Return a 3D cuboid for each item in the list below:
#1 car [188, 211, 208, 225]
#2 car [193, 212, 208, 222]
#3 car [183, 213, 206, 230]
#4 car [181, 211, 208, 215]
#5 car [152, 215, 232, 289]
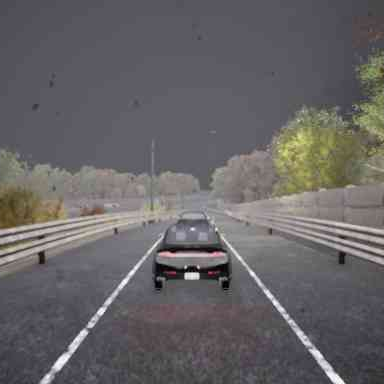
[{"bbox_3d":[0.697,2.814,36.407,2.033,1.411,5.357,0,-3,3],"label":"car"},{"bbox_3d":[1.244,3.381,46.004,1.895,1.301,4.718,0,-3,4],"label":"car"},{"bbox_3d":[0.298,2.466,28.918,1.895,1.301,4.718,0,-3,2],"label":"car"},{"bbox_3d":[0.087,1.926,20.215,1.882,1.535,5.008,0,-2,1],"label":"car"},{"bbox_3d":[0.001,1.607,9.422,2.128,1.511,4.902,0,-1,0],"label":"car"}]
